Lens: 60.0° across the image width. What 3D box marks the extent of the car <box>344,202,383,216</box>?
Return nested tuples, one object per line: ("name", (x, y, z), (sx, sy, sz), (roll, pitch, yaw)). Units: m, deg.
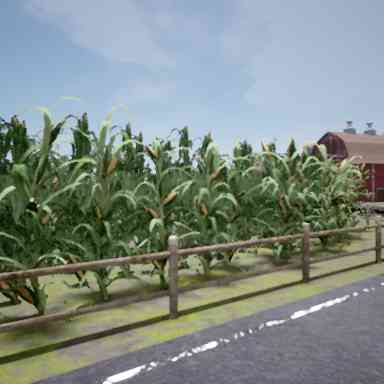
("car", (16.385, 1.580, 31.875), (1.895, 1.301, 4.718), (0, -1, -30))
